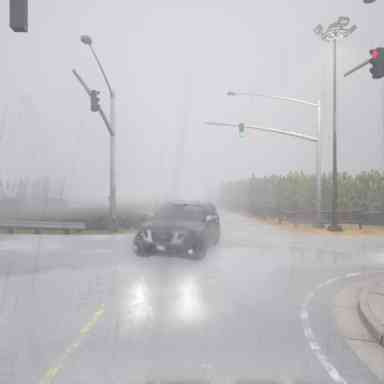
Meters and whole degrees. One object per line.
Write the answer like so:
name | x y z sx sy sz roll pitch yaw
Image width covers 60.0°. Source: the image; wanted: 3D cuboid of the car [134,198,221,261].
car | -0.262 1.376 12.917 2.150 2.045 5.566 2 0 14

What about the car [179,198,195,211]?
car | -0.712 1.502 41.410 1.812 1.442 4.674 0 0 -3
